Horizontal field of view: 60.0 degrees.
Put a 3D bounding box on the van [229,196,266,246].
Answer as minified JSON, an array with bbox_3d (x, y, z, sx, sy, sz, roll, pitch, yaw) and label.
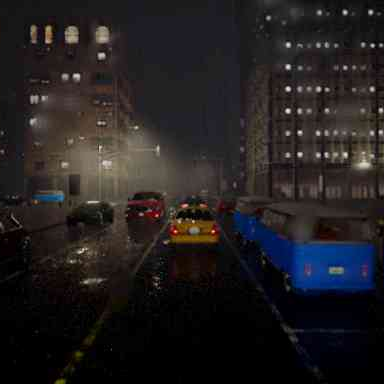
[{"bbox_3d":[2.692,1.100,13.625,1.690,1.788,3.998,1,1,0],"label":"van"}]

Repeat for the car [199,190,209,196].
[{"bbox_3d":[2.640,0.199,74.170,1.887,1.381,4.507,1,1,0],"label":"car"}]

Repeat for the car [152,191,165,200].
[{"bbox_3d":[-5.727,0.556,57.213,1.802,1.307,4.206,1,1,0],"label":"car"}]

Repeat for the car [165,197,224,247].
[{"bbox_3d":[0.087,1.215,13.619,1.801,1.575,5.366,0,1,0],"label":"car"}]

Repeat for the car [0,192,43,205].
[{"bbox_3d":[-19.874,0.950,37.694,4.403,1.369,2.008,0,1,1],"label":"car"}]

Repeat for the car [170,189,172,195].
[{"bbox_3d":[-5.736,0.343,68.515,1.802,1.307,4.206,1,1,0],"label":"car"}]

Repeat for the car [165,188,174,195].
[{"bbox_3d":[-5.748,-0.118,85.463,1.967,1.590,4.097,1,1,0],"label":"car"}]

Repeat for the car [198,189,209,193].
[{"bbox_3d":[2.644,0.312,68.520,2.008,1.369,4.403,1,1,0],"label":"car"}]

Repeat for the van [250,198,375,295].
[{"bbox_3d":[2.697,1.198,8.049,1.690,1.788,3.998,1,1,0],"label":"van"}]

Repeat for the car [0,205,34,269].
[{"bbox_3d":[-5.685,1.297,8.055,1.967,1.590,4.097,1,1,0],"label":"car"}]

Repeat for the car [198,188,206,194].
[{"bbox_3d":[2.627,-0.225,91.121,1.967,1.590,4.097,1,1,0],"label":"car"}]

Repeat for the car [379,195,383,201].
[{"bbox_3d":[27.930,0.594,45.509,4.313,1.339,1.947,0,1,1],"label":"car"}]

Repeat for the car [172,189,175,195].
[{"bbox_3d":[-5.746,0.099,79.815,2.008,1.369,4.403,1,1,0],"label":"car"}]

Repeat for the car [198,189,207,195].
[{"bbox_3d":[2.630,-0.008,85.471,2.008,1.369,4.403,1,1,0],"label":"car"}]

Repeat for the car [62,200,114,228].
[{"bbox_3d":[-5.696,1.226,19.204,1.947,1.339,4.313,1,1,0],"label":"car"}]

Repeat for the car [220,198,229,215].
[{"bbox_3d":[2.680,1.105,24.781,1.887,1.381,4.507,1,1,0],"label":"car"}]

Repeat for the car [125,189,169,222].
[{"bbox_3d":[-3.018,0.928,22.509,2.150,2.045,5.566,0,1,0],"label":"car"}]

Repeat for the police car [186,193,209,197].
[{"bbox_3d":[0.084,1.066,24.704,2.038,1.542,4.974,0,1,0],"label":"police car"}]

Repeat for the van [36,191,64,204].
[{"bbox_3d":[-19.773,0.706,46.072,3.998,1.788,1.690,0,1,1],"label":"van"}]
